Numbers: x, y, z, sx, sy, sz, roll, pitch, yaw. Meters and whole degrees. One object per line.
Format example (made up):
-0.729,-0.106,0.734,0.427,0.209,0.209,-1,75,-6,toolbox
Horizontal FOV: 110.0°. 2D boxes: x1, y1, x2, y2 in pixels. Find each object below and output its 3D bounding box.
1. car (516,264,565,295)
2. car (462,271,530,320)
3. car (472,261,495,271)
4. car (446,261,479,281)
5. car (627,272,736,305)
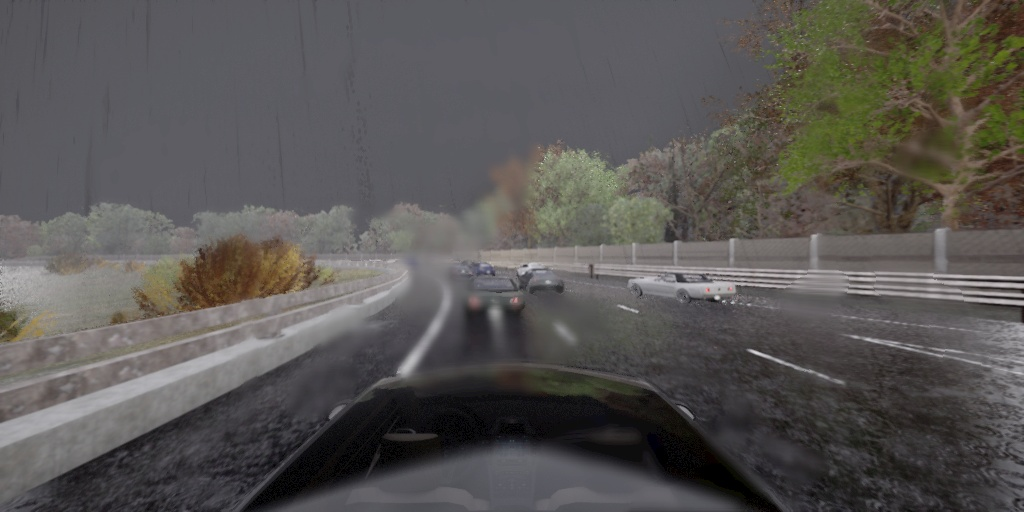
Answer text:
1.573,1.384,20.640,1.994,1.385,4.181,0,0,-10,car
-0.732,1.396,12.876,1.895,1.301,4.718,0,0,-6,car
-3.145,1.423,38.052,1.812,1.442,4.674,0,0,-20,car
-4.648,1.424,31.788,2.033,1.411,5.357,0,0,-17,car
7.479,1.391,16.482,1.895,1.301,4.718,0,0,-21,car
